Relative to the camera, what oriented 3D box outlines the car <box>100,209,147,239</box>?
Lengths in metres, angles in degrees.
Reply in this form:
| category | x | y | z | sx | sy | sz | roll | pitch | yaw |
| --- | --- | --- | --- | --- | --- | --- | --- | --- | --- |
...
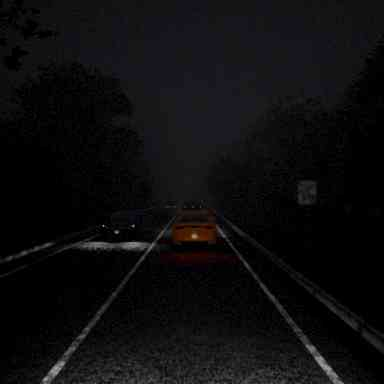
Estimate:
| category | x | y | z | sx | sy | sz | roll | pitch | yaw |
| --- | --- | --- | --- | --- | --- | --- | --- | --- | --- |
| car | -3.601 | 1.665 | 18.230 | 1.812 | 1.442 | 4.674 | 0 | 0 | 0 |

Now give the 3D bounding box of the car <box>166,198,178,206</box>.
| category | x | y | z | sx | sy | sz | roll | pitch | yaw |
| --- | --- | --- | --- | --- | --- | --- | --- | --- | --- |
| car | -3.545 | 1.793 | 59.310 | 2.033 | 1.411 | 5.357 | 0 | 0 | 1 |

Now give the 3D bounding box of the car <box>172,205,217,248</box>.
| category | x | y | z | sx | sy | sz | roll | pitch | yaw |
| --- | --- | --- | --- | --- | --- | --- | --- | --- | --- |
| car | 0.098 | 1.601 | 15.508 | 1.882 | 1.535 | 5.008 | 0 | 0 | 0 |

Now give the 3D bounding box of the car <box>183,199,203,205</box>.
| category | x | y | z | sx | sy | sz | roll | pitch | yaw |
| --- | --- | --- | --- | --- | --- | --- | --- | --- | --- |
| car | 0.098 | 1.561 | 35.613 | 2.097 | 1.767 | 4.553 | 0 | 0 | 0 |
